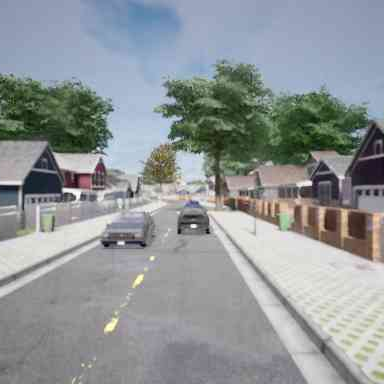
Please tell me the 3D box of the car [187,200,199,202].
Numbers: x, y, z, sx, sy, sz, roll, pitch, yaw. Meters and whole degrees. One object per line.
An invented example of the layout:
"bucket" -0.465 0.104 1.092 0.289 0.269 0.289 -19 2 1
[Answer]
"car" 0.075 1.656 38.602 1.882 1.535 5.008 0 0 0

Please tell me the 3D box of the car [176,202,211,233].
"car" 0.087 1.601 20.236 1.837 1.490 4.892 0 0 0

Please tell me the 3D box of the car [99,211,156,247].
"car" -2.758 1.622 15.602 2.033 1.411 5.357 0 0 0
